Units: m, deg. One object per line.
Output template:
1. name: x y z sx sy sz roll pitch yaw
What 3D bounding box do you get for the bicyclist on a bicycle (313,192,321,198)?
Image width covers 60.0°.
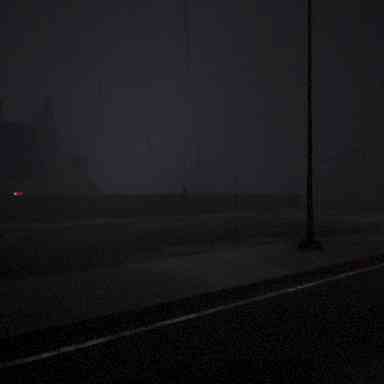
1. bicyclist on a bicycle: 24.804 0.782 65.444 1.656 1.620 0.582 -21 15 34
